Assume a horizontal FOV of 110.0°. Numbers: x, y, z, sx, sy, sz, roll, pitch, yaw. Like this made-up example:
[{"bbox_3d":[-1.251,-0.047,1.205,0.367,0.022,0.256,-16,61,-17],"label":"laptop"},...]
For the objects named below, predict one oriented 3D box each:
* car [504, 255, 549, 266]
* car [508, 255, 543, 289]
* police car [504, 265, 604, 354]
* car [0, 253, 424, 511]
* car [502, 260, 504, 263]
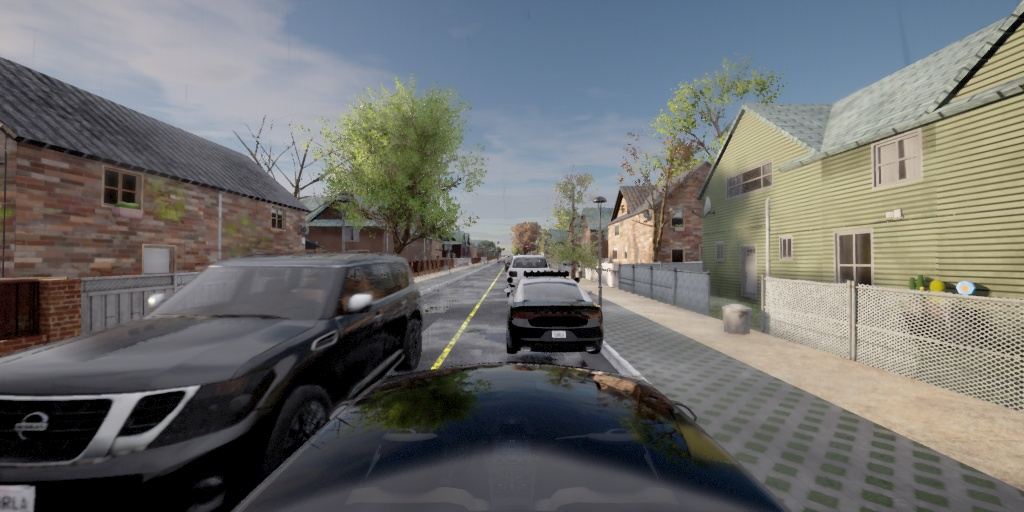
[{"bbox_3d":[0.834,0.978,18.832,2.150,2.045,5.566,0,0,0],"label":"car"},{"bbox_3d":[0.837,0.980,24.833,2.150,2.045,5.566,0,0,0],"label":"car"},{"bbox_3d":[0.829,1.177,8.909,1.930,1.638,5.238,0,0,0],"label":"police car"},{"bbox_3d":[-2.748,0.972,4.717,2.150,2.045,5.566,0,0,0],"label":"car"},{"bbox_3d":[0.053,1.350,46.646,1.895,1.301,4.718,0,0,1],"label":"car"}]
